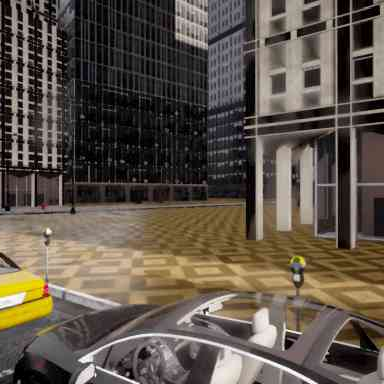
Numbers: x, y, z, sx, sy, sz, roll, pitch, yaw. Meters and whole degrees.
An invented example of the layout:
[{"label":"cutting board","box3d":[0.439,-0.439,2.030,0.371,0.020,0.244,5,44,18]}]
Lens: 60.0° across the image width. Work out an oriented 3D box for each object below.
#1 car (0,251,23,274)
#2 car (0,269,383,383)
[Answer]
[{"label":"car","box3d":[-4.498,1.525,6.087,4.829,1.417,1.752,0,0,36]},{"label":"car","box3d":[0.256,1.551,2.694,4.403,1.369,2.008,0,0,36]}]
